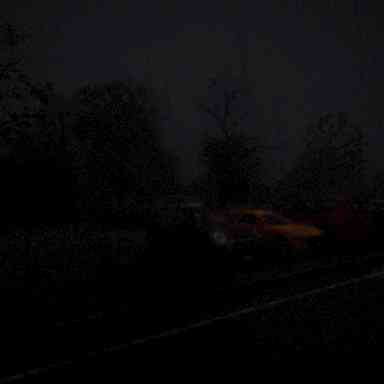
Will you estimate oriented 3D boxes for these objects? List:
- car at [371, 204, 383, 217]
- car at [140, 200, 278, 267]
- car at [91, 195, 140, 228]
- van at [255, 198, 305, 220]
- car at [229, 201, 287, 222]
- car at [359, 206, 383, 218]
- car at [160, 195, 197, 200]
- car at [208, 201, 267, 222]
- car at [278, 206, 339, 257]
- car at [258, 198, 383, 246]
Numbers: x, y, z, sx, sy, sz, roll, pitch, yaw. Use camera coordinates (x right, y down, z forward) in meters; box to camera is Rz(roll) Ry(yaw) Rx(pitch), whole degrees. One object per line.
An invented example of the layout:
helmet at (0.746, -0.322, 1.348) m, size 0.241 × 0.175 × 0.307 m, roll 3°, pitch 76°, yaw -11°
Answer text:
car at (27.803, 2.606, 46.364) m, size 2.185 × 1.767 × 4.553 m, roll 3°, pitch -2°, yaw -35°
car at (0.338, 1.311, 11.444) m, size 2.185 × 1.767 × 4.553 m, roll 1°, pitch -1°, yaw -36°
car at (-5.086, 1.217, 22.595) m, size 2.435 × 2.045 × 5.566 m, roll 1°, pitch -1°, yaw -36°
van at (8.448, 1.587, 32.263) m, size 1.878 × 1.987 × 4.442 m, roll 2°, pitch -1°, yaw -36°
car at (6.000, 1.734, 30.872) m, size 1.946 × 1.575 × 5.366 m, roll 2°, pitch -1°, yaw -36°
car at (25.253, 2.632, 44.472) m, size 2.002 × 1.452 × 4.674 m, roll 3°, pitch -2°, yaw -36°
car at (-0.668, 1.299, 25.807) m, size 2.435 × 2.045 × 5.566 m, roll 1°, pitch -1°, yaw -36°
car at (3.841, 1.668, 29.318) m, size 1.946 × 1.575 × 5.366 m, roll 2°, pitch -1°, yaw -36°
car at (2.807, 1.480, 13.207) m, size 2.097 × 1.535 × 5.008 m, roll 1°, pitch -1°, yaw -36°
car at (5.156, 1.270, 14.944) m, size 2.435 × 2.045 × 5.566 m, roll 1°, pitch -1°, yaw -36°
